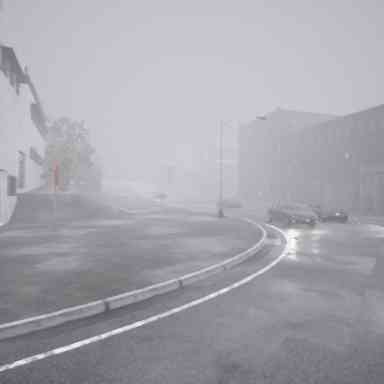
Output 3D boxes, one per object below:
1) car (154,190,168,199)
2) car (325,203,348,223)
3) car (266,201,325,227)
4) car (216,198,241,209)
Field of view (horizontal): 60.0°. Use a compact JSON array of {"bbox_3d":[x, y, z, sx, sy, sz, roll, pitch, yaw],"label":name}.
[{"bbox_3d":[-5.925,0.463,62.554,1.882,1.535,5.008,1,3,-17],"label":"car"},{"bbox_3d":[9.652,1.503,24.890,1.994,1.385,4.181,1,0,-10],"label":"car"},{"bbox_3d":[6.405,1.404,21.783,1.837,1.490,4.892,2,0,-8],"label":"car"},{"bbox_3d":[4.532,1.387,42.123,1.994,1.385,4.181,1,0,-18],"label":"car"}]
